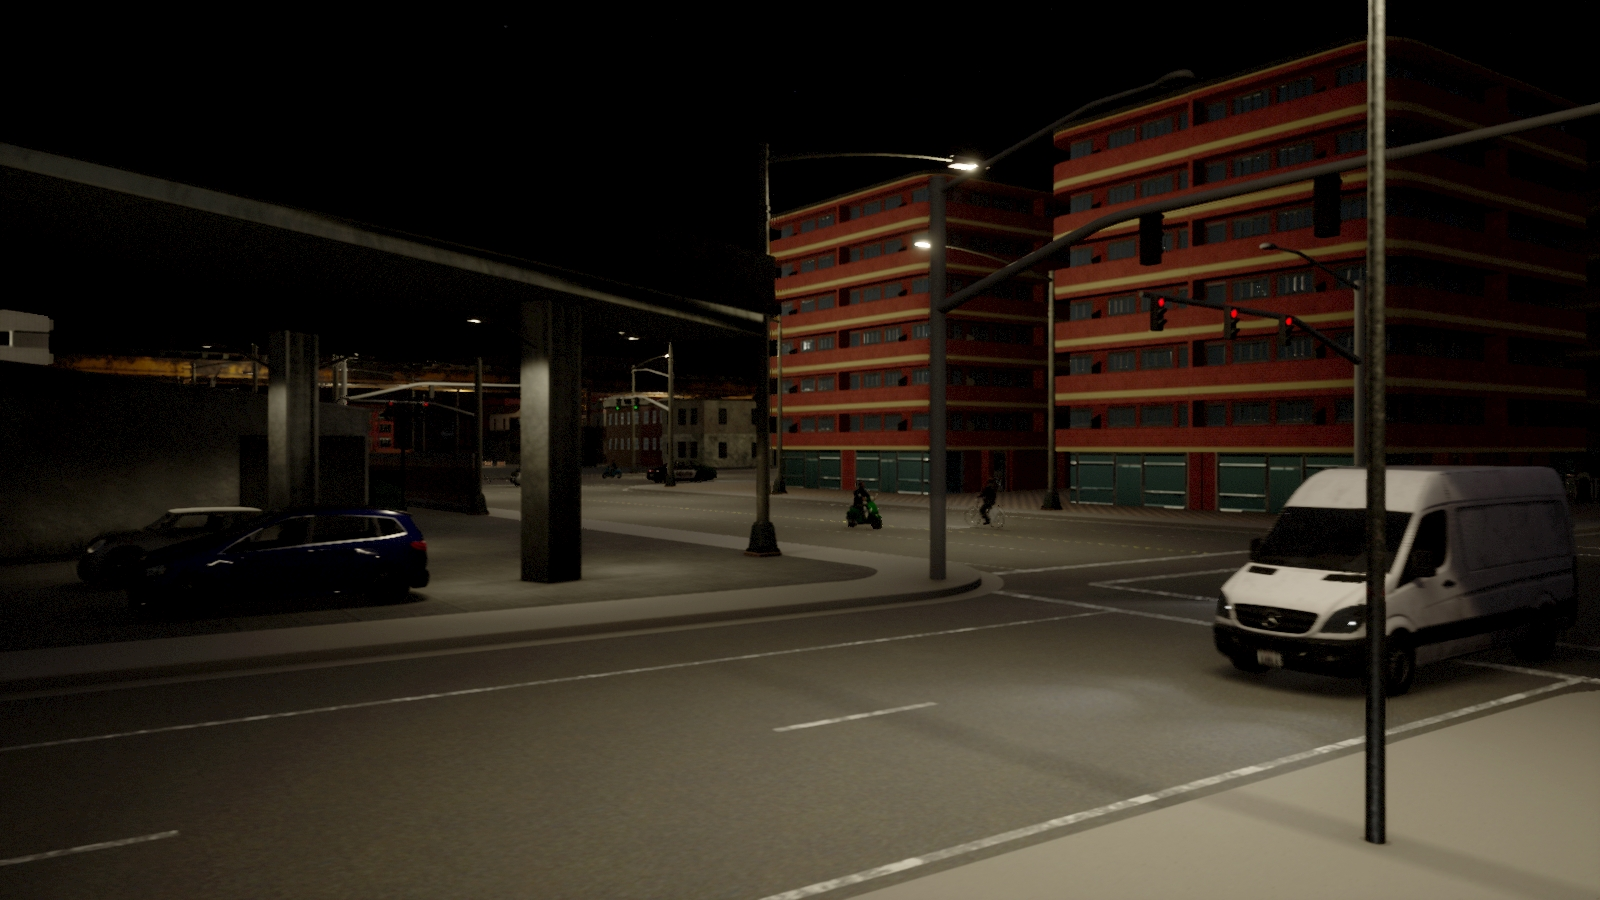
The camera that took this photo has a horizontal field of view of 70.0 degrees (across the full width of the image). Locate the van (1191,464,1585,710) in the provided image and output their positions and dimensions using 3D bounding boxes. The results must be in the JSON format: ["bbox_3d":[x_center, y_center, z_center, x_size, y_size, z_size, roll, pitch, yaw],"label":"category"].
[{"bbox_3d":[7.733,1.496,14.721,5.915,2.561,1.988,0,0,-35],"label":"van"}]
